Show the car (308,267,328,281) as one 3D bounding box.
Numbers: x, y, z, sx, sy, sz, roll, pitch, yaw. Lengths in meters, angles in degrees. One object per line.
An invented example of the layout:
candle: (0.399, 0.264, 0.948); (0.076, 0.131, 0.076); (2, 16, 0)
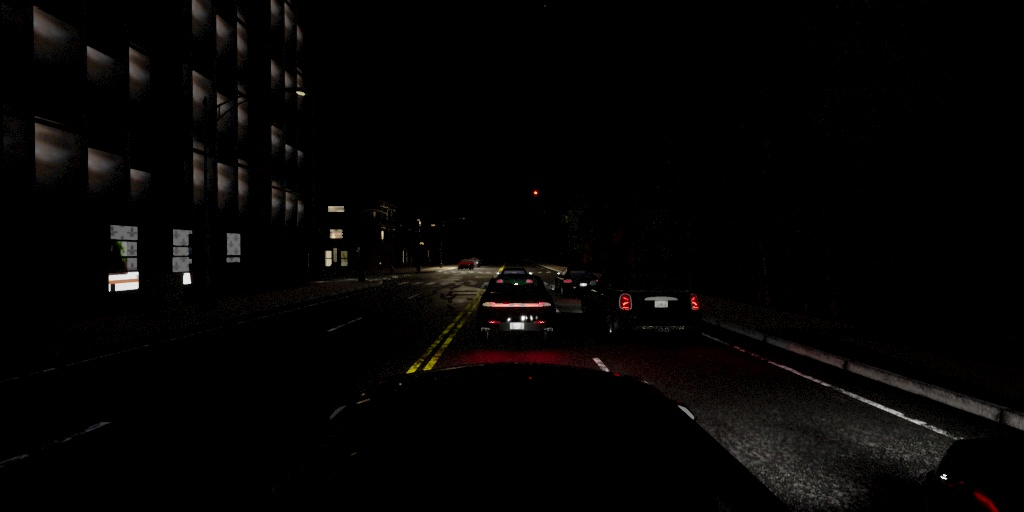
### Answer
car: (-19.704, 1.521, 33.073); (5.008, 1.535, 1.882); (-1, 1, 0)

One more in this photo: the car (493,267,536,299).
car: (0.117, 1.311, 18.778); (1.994, 1.385, 4.181); (0, 0, 0)

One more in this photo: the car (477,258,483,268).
car: (-6.593, 1.094, 61.276); (2.097, 1.767, 4.553); (0, 0, 0)

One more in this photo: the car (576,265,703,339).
car: (3.358, 1.101, 10.184); (2.097, 1.767, 4.553); (0, 0, 0)

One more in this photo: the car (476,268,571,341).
car: (0.108, 1.240, 9.873); (2.128, 1.511, 4.902); (0, 0, 0)

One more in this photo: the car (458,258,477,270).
car: (-6.587, 1.220, 51.479); (1.882, 1.535, 5.008); (0, 0, 0)

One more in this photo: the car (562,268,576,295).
car: (3.363, 1.311, 18.792); (1.994, 1.385, 4.181); (0, 0, 0)
